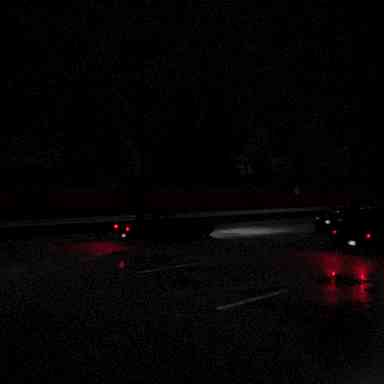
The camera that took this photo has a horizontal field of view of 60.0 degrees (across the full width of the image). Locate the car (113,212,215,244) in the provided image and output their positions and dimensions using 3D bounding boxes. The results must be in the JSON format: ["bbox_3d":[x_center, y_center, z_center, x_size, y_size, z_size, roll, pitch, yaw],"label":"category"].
[{"bbox_3d":[-1.207,1.599,15.830,4.718,1.301,1.895,0,0,-36],"label":"car"}]

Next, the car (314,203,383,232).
[{"bbox_3d":[8.790,1.561,18.756,4.181,1.385,1.994,0,0,-36],"label":"car"}]

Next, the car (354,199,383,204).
[{"bbox_3d":[14.956,1.346,27.548,4.553,1.767,2.097,0,0,-36],"label":"car"}]

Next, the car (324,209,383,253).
[{"bbox_3d":[7.748,1.598,13.676,4.718,1.301,1.895,0,0,-36],"label":"car"}]
